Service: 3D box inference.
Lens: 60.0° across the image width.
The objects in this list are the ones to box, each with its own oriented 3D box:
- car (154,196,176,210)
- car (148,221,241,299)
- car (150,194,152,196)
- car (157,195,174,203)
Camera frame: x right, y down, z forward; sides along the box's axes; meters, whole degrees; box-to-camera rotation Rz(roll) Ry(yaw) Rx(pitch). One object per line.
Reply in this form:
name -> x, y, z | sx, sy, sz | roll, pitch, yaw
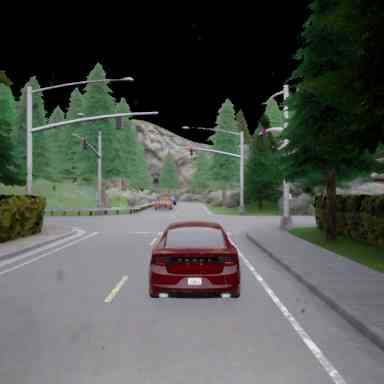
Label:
car -> -3.589, 1.352, 42.640 | 2.097, 1.767, 4.553 | 0, 0, 0
car -> 0.068, 1.478, 8.538 | 1.882, 1.535, 5.008 | 0, 0, 0
car -> -11.003, 1.355, 79.677 | 4.553, 1.767, 2.097 | 0, 0, 24
car -> -5.569, 1.478, 69.724 | 1.882, 1.535, 5.008 | 0, 0, -27
